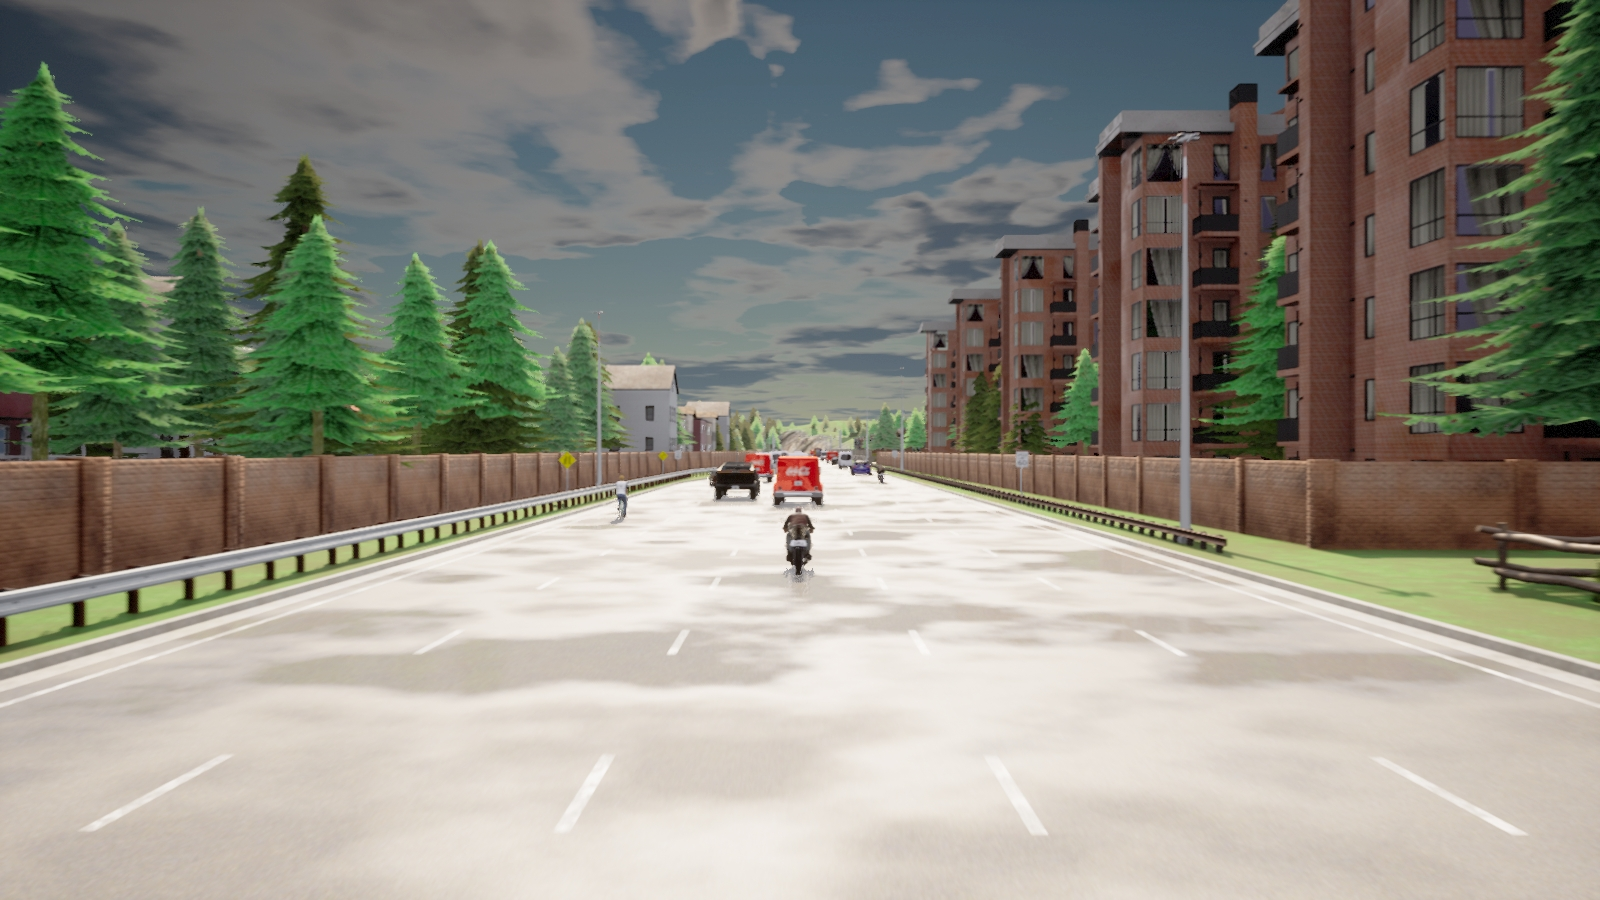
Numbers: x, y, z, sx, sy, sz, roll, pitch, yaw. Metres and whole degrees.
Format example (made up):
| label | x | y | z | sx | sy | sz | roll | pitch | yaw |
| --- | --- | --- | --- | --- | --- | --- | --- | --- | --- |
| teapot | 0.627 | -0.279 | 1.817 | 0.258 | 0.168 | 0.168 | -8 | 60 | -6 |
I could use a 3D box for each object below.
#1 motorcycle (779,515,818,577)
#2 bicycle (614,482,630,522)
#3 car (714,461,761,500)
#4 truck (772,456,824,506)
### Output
| label | x | y | z | sx | sy | sz | roll | pitch | yaw |
| --- | --- | --- | --- | --- | --- | --- | --- | --- | --- |
| motorcycle | -0.032 | 2.204 | 26.475 | 0.867 | 1.251 | 2.209 | 0 | 0 | 0 |
| bicycle | -7.070 | 2.055 | 45.495 | 0.373 | 1.496 | 1.643 | 0 | 0 | 0 |
| car | -3.605 | 1.752 | 66.802 | 2.390 | 2.098 | 6.274 | 0 | 0 | 0 |
| truck | -0.093 | 1.567 | 60.043 | 2.627 | 2.467 | 5.204 | 0 | 0 | 0 |
